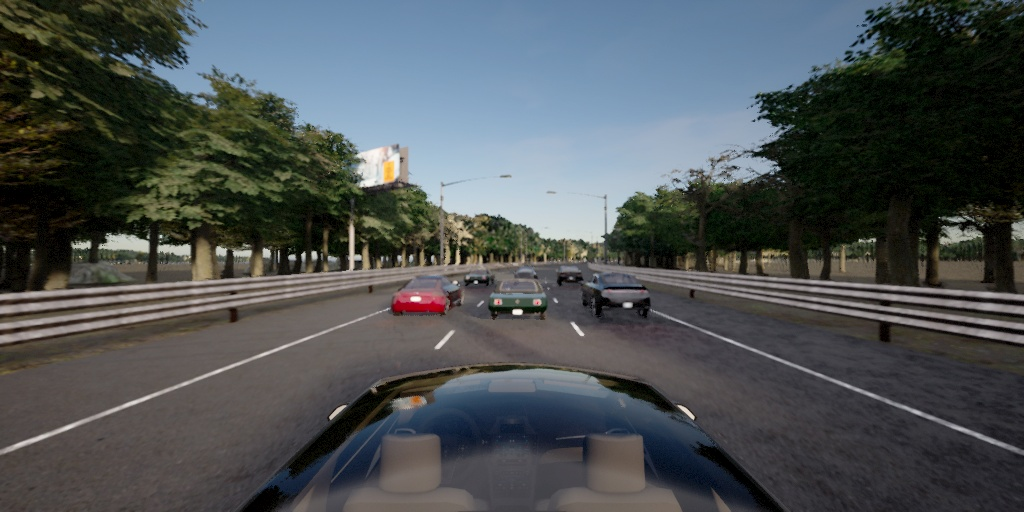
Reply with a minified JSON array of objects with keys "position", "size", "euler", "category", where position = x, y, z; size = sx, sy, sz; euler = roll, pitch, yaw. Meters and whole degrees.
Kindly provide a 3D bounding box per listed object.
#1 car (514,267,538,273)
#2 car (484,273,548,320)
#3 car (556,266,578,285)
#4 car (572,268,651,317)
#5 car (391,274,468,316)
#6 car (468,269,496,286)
[{"position":[1.160,1.600,29.396],"size":[1.812,1.442,4.674],"euler":[0,0,5],"category":"car"},{"position":[0.276,1.485,13.341],"size":[1.895,1.301,4.718],"euler":[0,-1,3],"category":"car"},{"position":[4.694,1.558,29.689],"size":[1.882,1.535,5.008],"euler":[0,0,5],"category":"car"},{"position":[3.806,1.385,13.875],"size":[2.128,1.511,4.902],"euler":[0,-1,3],"category":"car"},{"position":[-3.184,1.457,14.208],"size":[1.994,1.385,4.181],"euler":[0,-1,3],"category":"car"},{"position":[-2.443,1.660,28.349],"size":[1.895,1.301,4.718],"euler":[0,-1,5],"category":"car"}]
